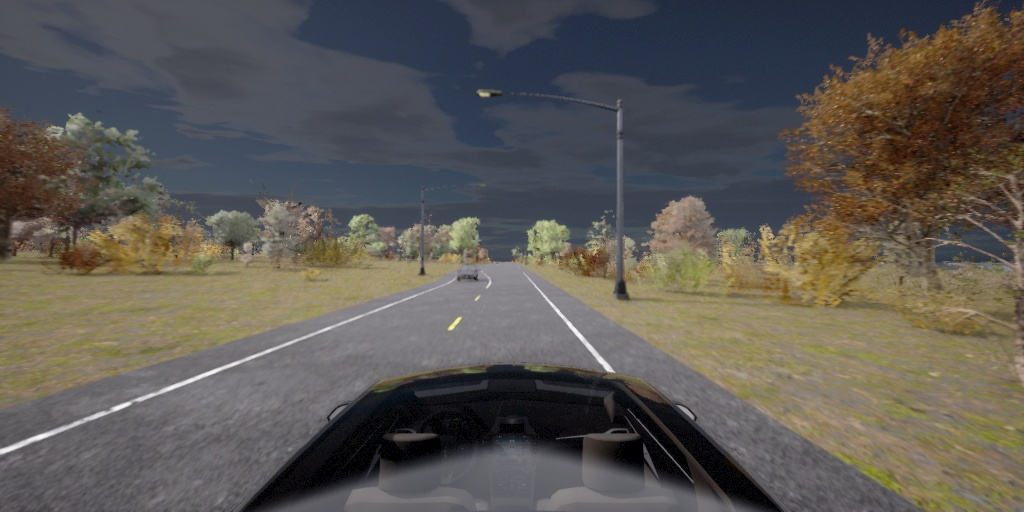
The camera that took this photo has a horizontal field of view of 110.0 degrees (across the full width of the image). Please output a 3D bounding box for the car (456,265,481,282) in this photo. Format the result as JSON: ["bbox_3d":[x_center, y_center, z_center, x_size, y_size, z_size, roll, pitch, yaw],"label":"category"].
[{"bbox_3d":[-3.926,1.543,32.670,1.837,1.490,4.892,0,-1,-3],"label":"car"}]
